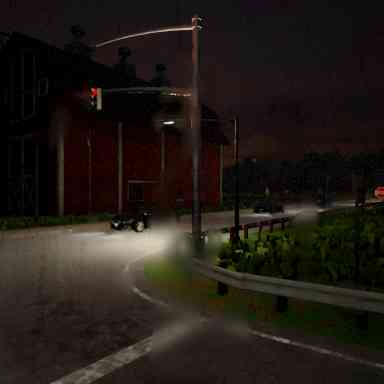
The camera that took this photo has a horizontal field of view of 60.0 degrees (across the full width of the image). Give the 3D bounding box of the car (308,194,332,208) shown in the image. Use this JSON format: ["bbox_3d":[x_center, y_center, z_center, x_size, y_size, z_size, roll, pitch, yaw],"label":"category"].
[{"bbox_3d":[18.873,1.302,48.925,2.150,2.045,5.566,0,0,37],"label":"car"}]

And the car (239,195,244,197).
[{"bbox_3d":[12.940,1.547,89.158,1.784,1.438,3.905,0,0,36],"label":"car"}]

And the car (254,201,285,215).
[{"bbox_3d":[8.042,1.590,34.549,1.994,1.385,4.181,0,0,37],"label":"car"}]

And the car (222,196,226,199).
[{"bbox_3d":[6.341,1.532,78.050,1.816,1.474,4.193,0,0,36],"label":"car"}]

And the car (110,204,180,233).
[{"bbox_3d":[-2.707,1.529,20.134,1.837,1.490,4.892,0,1,37],"label":"car"}]
